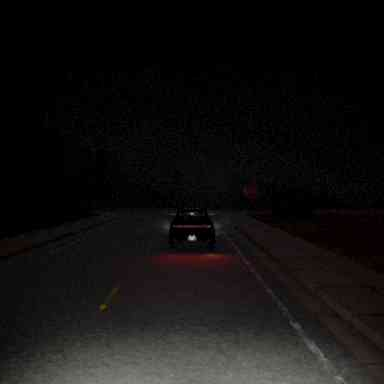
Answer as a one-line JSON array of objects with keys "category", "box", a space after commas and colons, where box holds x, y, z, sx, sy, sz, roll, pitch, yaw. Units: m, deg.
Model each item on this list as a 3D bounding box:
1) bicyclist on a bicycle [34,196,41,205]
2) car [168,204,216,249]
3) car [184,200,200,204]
[{"category": "bicyclist on a bicycle", "box": [-21.163, 1.342, 45.669, 0.582, 1.620, 1.656, -15, -21, 2]}, {"category": "car", "box": [0.000, 1.494, 14.650, 2.128, 1.511, 4.902, 0, 0, 0]}, {"category": "car", "box": [0.000, 1.515, 29.650, 1.837, 1.490, 4.892, 0, 0, 0]}]
